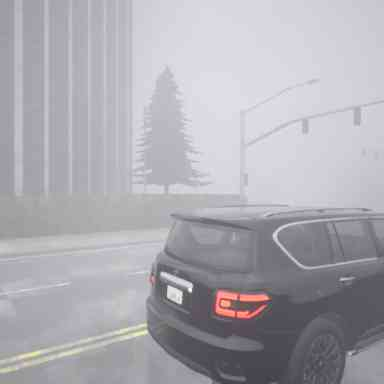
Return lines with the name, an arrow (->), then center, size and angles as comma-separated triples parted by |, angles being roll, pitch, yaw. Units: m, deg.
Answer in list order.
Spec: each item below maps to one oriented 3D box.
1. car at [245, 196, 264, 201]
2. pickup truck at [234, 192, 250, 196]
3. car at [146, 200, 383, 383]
car -> 8.413, 1.552, 43.084 | 1.994, 1.385, 4.181 | 0, 0, -36
pickup truck -> 10.198, 1.041, 68.782 | 2.390, 2.098, 6.274 | 0, 0, -5
car -> 2.014, 1.220, 5.179 | 5.566, 2.045, 2.150 | 0, 0, -35
